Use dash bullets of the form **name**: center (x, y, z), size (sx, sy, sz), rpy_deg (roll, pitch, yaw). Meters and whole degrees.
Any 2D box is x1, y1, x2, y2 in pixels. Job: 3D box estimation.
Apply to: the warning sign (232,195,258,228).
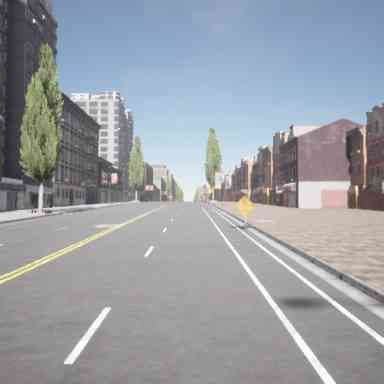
- **warning sign**: center (3.191, 1.151, 20.061), size (1.300, 1.860, 1.060), rpy_deg (-2, -2, 0)
